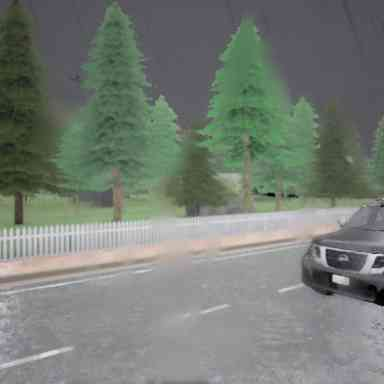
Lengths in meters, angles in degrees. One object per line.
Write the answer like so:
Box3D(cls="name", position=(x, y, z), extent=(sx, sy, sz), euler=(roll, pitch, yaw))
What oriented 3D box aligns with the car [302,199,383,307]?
Box3D(cls="car", position=(4.865, 1.173, 7.432), extent=(5.566, 2.045, 2.150), euler=(0, 0, -35))
